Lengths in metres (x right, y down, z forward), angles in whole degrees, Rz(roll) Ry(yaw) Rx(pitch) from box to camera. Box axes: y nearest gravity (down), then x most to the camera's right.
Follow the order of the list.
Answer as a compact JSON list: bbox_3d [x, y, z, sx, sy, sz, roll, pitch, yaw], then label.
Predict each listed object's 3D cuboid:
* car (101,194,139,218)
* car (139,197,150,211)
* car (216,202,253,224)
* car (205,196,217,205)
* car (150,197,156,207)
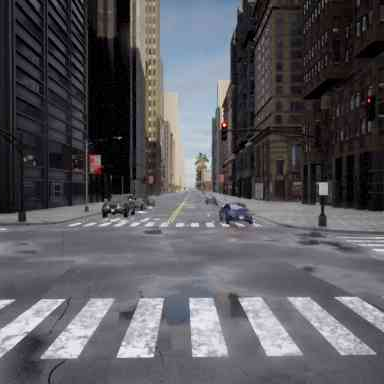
[{"bbox_3d":[-6.638,1.191,30.636,2.150,2.045,5.566,0,0,0],"label":"car"},{"bbox_3d":[-6.643,1.456,40.510,1.837,1.490,4.892,0,0,0],"label":"car"},{"bbox_3d":[3.147,1.504,24.130,1.812,1.442,4.674,-1,0,-3],"label":"car"},{"bbox_3d":[3.268,1.443,58.209,1.812,1.442,4.674,0,0,0],"label":"car"},{"bbox_3d":[-6.664,1.497,50.533,1.994,1.385,4.181,0,0,-1],"label":"car"}]
